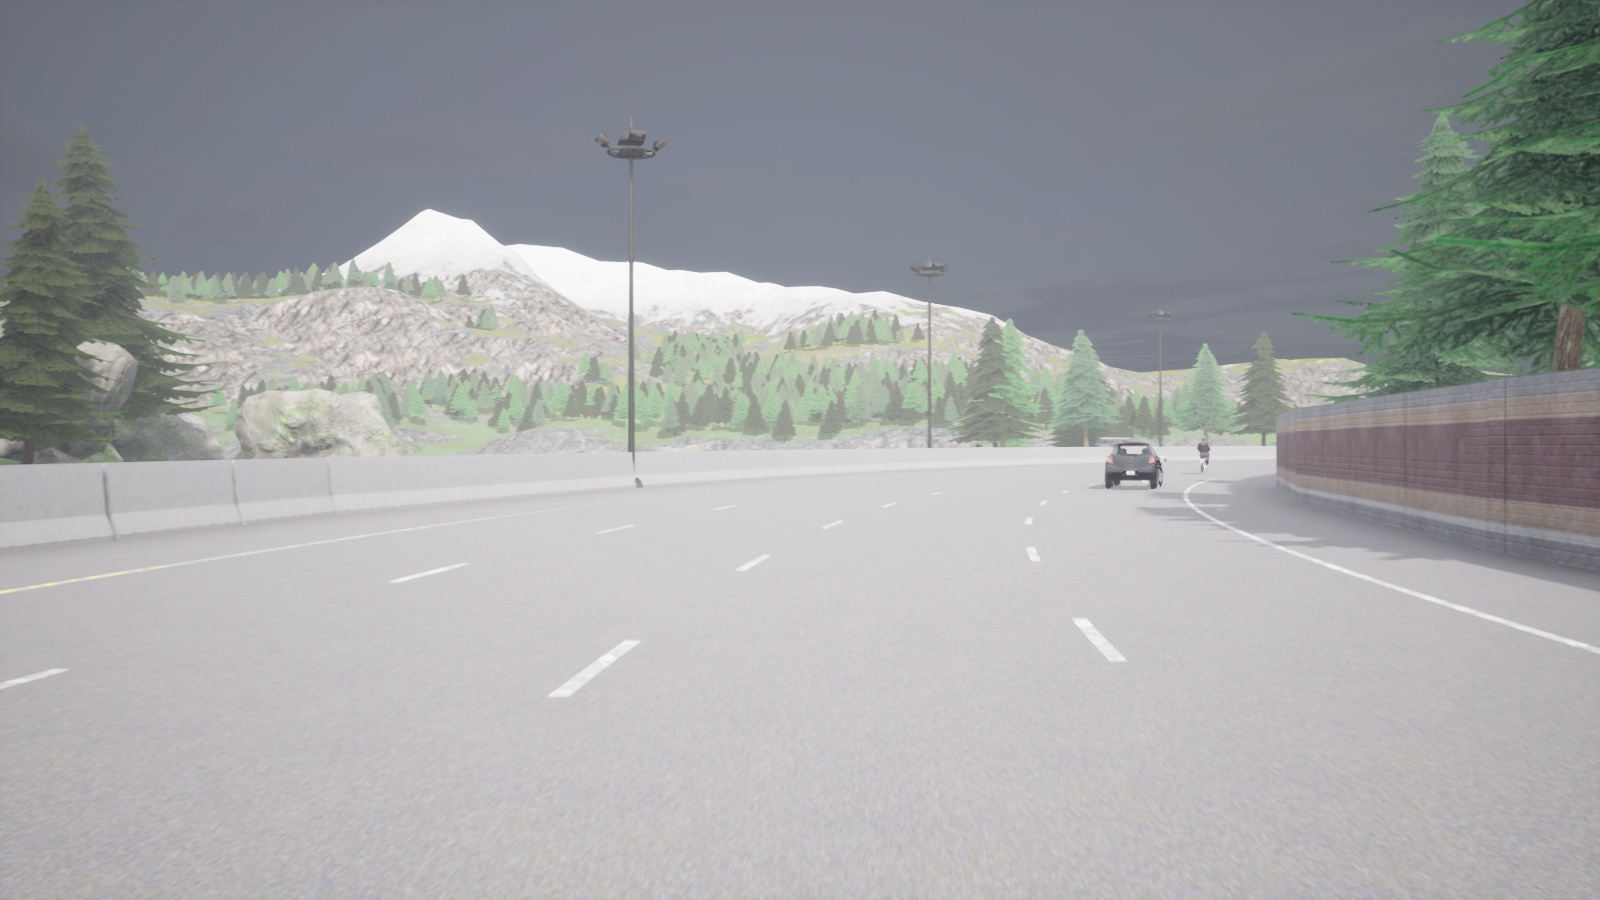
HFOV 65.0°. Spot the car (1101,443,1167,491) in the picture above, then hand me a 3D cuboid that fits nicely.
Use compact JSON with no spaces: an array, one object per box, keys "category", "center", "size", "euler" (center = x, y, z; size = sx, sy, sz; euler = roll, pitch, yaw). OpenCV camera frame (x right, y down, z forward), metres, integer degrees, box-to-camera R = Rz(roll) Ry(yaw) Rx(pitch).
[{"category":"car","center":[11.237,0.537,42.078],"size":[1.845,1.501,3.633],"euler":[0,0,20]}]
